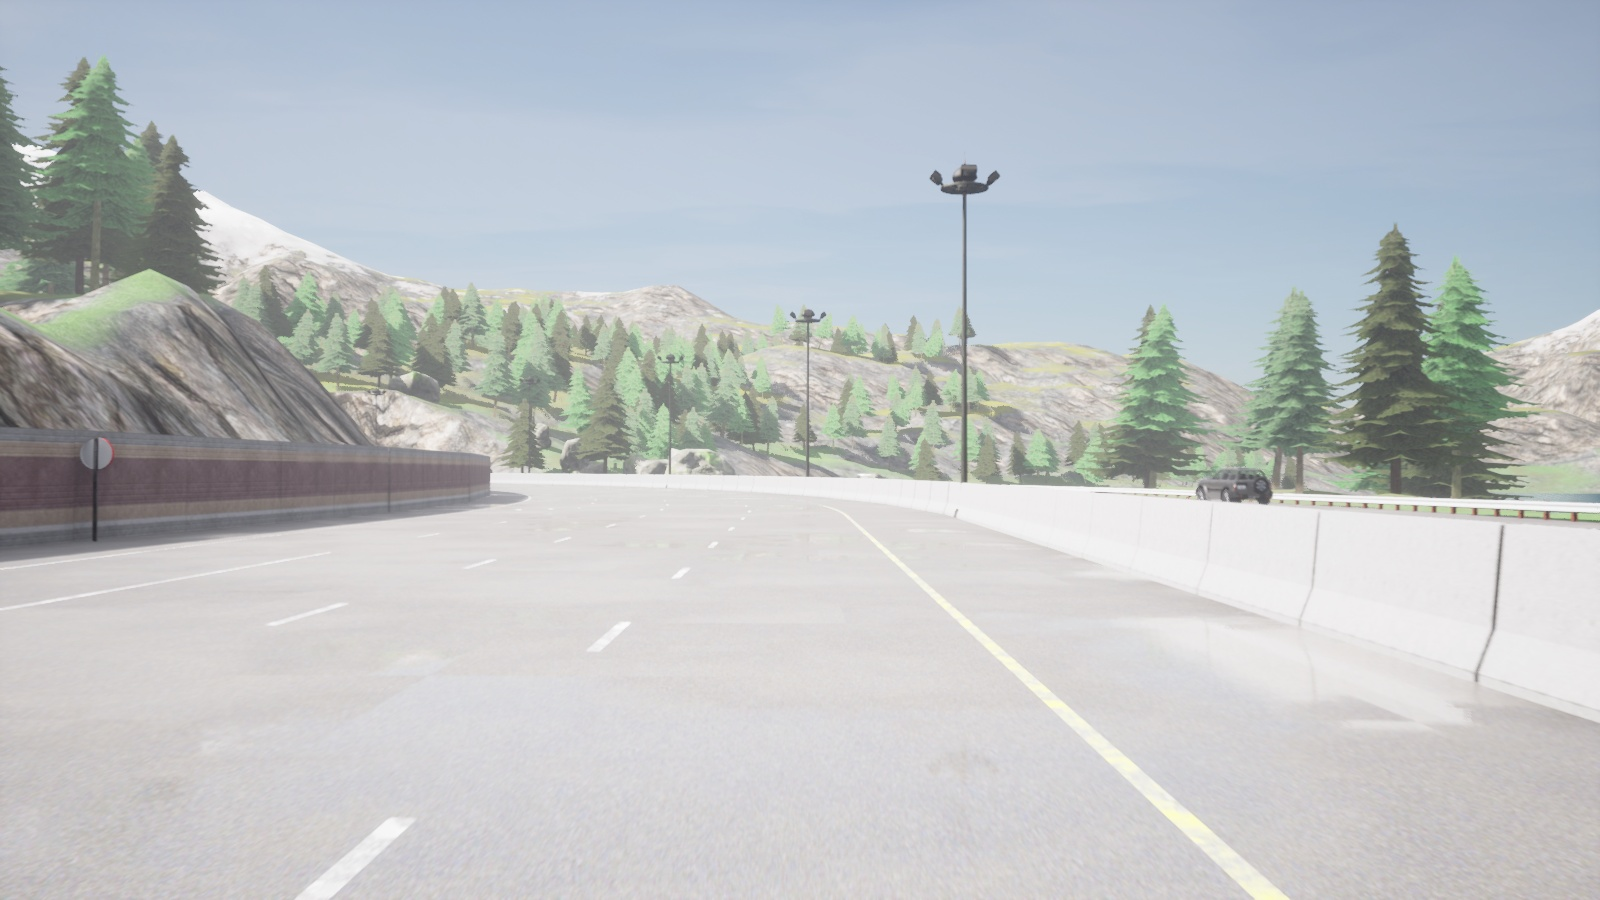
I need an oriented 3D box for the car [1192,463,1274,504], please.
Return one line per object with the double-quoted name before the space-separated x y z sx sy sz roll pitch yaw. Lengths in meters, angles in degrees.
"car" 20.215 1.535 58.838 1.932 1.855 4.605 0 -1 -5
